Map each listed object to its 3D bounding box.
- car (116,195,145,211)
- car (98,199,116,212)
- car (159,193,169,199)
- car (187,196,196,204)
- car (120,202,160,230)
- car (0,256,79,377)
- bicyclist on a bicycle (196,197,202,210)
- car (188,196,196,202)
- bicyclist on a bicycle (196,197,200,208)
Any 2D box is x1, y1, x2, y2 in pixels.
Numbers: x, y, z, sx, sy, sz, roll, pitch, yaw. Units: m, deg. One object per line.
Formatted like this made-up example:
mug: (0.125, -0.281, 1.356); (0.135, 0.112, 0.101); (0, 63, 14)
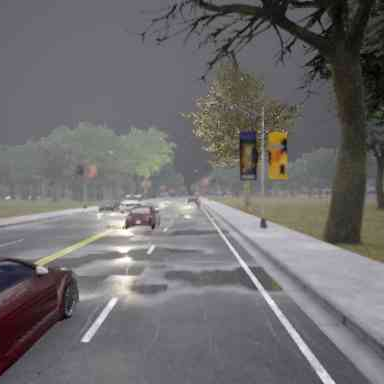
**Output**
car: (-6.596, 1.349, 37.524); (2.150, 2.045, 5.566); (0, 0, 0)
car: (-9.840, 1.639, 40.039); (1.837, 1.490, 4.892); (0, 0, 0)
car: (-6.510, 1.130, 78.185); (2.150, 2.045, 5.566); (0, 0, 0)
car: (-0.009, 1.770, 73.468); (1.837, 1.490, 4.892); (0, 0, 0)
car: (-3.152, 1.599, 21.750); (1.812, 1.442, 4.674); (0, 0, 0)
car: (-3.150, 1.579, 4.698); (1.994, 1.385, 4.181); (0, 0, 0)
bicyclist on a bicycle: (0.882, 1.589, 43.964); (0.866, 1.612, 1.509); (0, -1, 0)
car: (-0.011, 1.727, 84.942); (1.882, 1.535, 5.008); (0, 0, 0)
bicyclist on a bicycle: (0.887, 1.638, 52.768); (0.582, 1.620, 1.656); (0, -1, 0)
